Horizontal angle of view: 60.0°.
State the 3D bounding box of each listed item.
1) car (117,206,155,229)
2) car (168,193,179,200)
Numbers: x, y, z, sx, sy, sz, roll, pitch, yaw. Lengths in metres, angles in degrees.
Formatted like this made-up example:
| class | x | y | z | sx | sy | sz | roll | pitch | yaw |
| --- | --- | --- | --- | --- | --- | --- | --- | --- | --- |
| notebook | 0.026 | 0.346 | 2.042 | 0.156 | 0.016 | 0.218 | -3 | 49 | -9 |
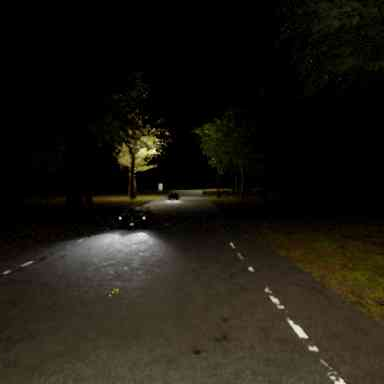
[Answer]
| class | x | y | z | sx | sy | sz | roll | pitch | yaw |
| --- | --- | --- | --- | --- | --- | --- | --- | --- | --- |
| car | -3.602 | 1.630 | 22.147 | 1.895 | 1.301 | 4.718 | 0 | 0 | 0 |
| car | -3.531 | 0.875 | 63.527 | 1.895 | 1.301 | 4.718 | 0 | 2 | 1 |
